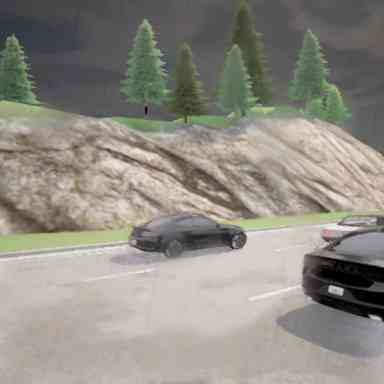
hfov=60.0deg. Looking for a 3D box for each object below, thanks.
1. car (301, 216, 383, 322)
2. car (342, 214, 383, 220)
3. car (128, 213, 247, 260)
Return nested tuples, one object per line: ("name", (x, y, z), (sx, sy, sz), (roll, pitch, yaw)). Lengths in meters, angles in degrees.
("car", (4.355, 1.445, 6.852), (5.008, 1.535, 1.882), (0, 0, -36))
("car", (7.280, 1.541, 13.242), (4.718, 1.301, 1.895), (0, 0, -36))
("car", (-0.052, 1.495, 12.308), (4.674, 1.442, 1.812), (0, 0, -36))
